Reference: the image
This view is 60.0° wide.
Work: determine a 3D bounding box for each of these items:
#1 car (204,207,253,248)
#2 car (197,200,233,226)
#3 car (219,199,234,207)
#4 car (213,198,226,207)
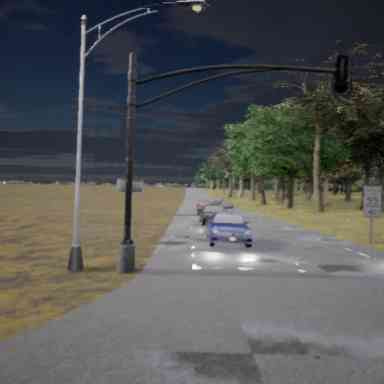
[{"bbox_3d":[1.716,1.698,16.081,1.812,1.442,4.674,2,0,1],"label":"car"},{"bbox_3d":[1.622,1.694,25.288,1.882,1.535,5.008,2,0,-1],"label":"car"},{"bbox_3d":[5.088,1.917,50.224,1.994,1.385,4.181,2,0,-2],"label":"car"},{"bbox_3d":[4.978,1.897,60.221,1.994,1.385,4.181,2,0,-1],"label":"car"}]
